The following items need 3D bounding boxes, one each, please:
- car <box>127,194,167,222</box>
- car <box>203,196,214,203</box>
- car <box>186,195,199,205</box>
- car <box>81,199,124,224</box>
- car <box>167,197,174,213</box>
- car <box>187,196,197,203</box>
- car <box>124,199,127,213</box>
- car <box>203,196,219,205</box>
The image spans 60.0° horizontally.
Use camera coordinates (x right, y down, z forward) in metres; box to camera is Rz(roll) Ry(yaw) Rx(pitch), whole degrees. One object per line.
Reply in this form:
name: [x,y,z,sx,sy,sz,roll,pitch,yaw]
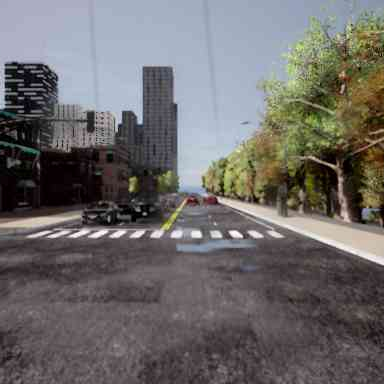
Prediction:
car: [-3.363,1.174,26.031,2.150,2.045,5.566,0,0,-1]
car: [3.256,1.439,65.721,1.994,1.385,4.181,0,0,0]
car: [0.102,1.246,56.245,2.097,1.767,4.553,0,0,0]
car: [-6.602,1.460,24.436,1.837,1.490,4.892,0,0,0]
car: [-3.347,1.438,36.062,1.837,1.490,4.892,0,0,0]
car: [0.007,1.438,66.043,1.994,1.385,4.181,0,0,0]
car: [-6.596,1.415,33.812,1.882,1.535,5.008,0,0,0]
car: [3.353,1.373,55.577,1.882,1.535,5.008,0,0,0]
